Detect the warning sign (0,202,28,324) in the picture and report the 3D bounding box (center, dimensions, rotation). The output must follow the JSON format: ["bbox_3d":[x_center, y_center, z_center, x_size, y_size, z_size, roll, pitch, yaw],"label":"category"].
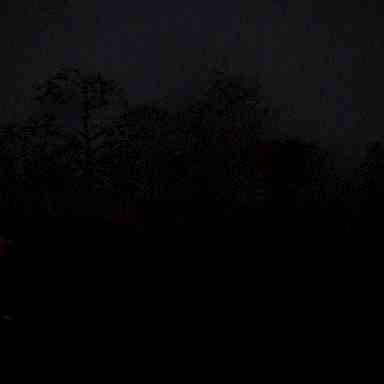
[{"bbox_3d":[-3.539,1.115,5.284,1.060,1.860,1.300,0,0,35],"label":"warning sign"}]
